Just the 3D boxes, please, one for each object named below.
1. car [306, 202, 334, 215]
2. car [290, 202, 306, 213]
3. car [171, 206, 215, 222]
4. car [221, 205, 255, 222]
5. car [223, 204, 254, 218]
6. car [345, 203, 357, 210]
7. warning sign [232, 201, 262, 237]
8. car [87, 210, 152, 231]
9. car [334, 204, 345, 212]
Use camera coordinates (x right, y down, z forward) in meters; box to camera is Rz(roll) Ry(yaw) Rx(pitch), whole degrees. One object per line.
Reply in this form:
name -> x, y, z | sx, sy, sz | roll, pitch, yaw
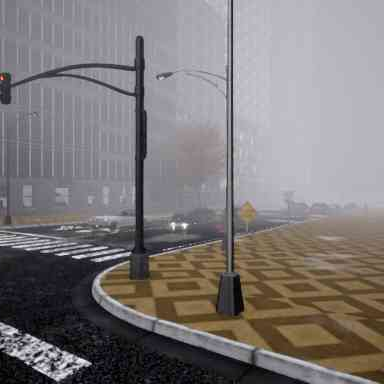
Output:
car -> 18.295, 2.268, 47.375 | 2.097, 1.767, 4.553 | 0, -1, 33
car -> 16.487, 2.294, 50.612 | 2.097, 1.767, 4.553 | 0, -1, 33
car -> 0.272, 2.046, 31.686 | 2.033, 1.411, 5.357 | 0, -1, 33
car -> 4.434, 2.070, 31.781 | 1.812, 1.442, 4.674 | 0, -1, 33
car -> 5.640, 2.240, 40.029 | 1.994, 1.385, 4.181 | 0, -1, 33
car -> 31.350, 2.837, 65.789 | 1.812, 1.442, 4.674 | 0, -1, 33
warning sign -> 3.092, 1.454, 18.559 | 1.300, 1.860, 1.060 | 1, 1, 33
car -> -4.993, 1.925, 23.491 | 1.895, 1.301, 4.718 | 0, -1, 33
car -> 23.749, 2.641, 55.874 | 2.033, 1.411, 5.357 | 0, -1, 33
